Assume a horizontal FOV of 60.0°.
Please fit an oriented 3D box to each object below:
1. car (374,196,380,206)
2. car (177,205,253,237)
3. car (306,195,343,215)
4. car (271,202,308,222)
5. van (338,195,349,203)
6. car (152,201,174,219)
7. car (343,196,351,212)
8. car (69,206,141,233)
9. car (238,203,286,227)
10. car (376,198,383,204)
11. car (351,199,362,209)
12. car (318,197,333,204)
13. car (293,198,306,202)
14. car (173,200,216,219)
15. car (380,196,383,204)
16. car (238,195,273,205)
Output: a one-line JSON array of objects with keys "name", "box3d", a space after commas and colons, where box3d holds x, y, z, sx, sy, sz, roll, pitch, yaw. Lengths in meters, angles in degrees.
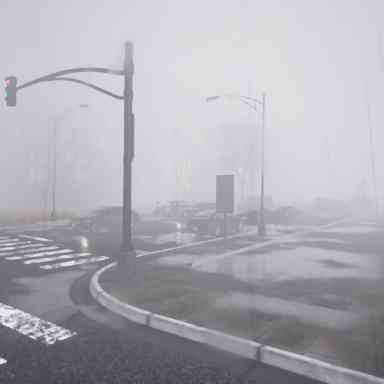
[{"name": "car", "box3d": [34.903, 1.941, 64.820, 1.752, 1.417, 4.829, 1, 0, 36]}, {"name": "car", "box3d": [1.448, 1.696, 19.077, 2.008, 1.369, 4.403, 1, 0, 36]}, {"name": "car", "box3d": [15.150, 1.569, 37.796, 2.192, 1.841, 5.009, 1, 0, 36]}, {"name": "car", "box3d": [7.939, 1.779, 27.911, 1.802, 1.307, 4.206, 1, 0, 36]}, {"name": "van", "box3d": [37.912, 1.707, 83.063, 1.690, 1.788, 3.998, 1, 0, 36]}, {"name": "car", "box3d": [-1.637, 1.481, 29.463, 1.967, 1.590, 4.097, 1, 0, 36]}, {"name": "car", "box3d": [18.410, 1.721, 42.289, 1.967, 1.590, 4.097, 1, 0, 36]}, {"name": "car", "box3d": [-5.108, 1.564, 20.147, 1.812, 1.442, 4.674, 1, 0, 36]}, {"name": "car", "box3d": [4.695, 1.737, 23.495, 1.947, 1.339, 4.313, 1, 0, 36]}, {"name": "car", "box3d": [44.663, 2.047, 78.103, 2.008, 1.369, 4.403, 1, 0, 36]}, {"name": "car", "box3d": [24.942, 1.774, 51.264, 1.967, 1.590, 4.097, 1, 0, 36]}, {"name": "car", "box3d": [28.048, 1.849, 69.644, 1.947, 1.339, 4.313, 1, 0, 36]}, {"name": "car", "box3d": [18.086, 1.727, 56.088, 1.752, 1.417, 4.829, 1, 0, 36]}, {"name": "car", "box3d": [0.894, 1.591, 28.311, 1.837, 1.490, 4.892, 1, 0, 36]}, {"name": "car", "box3d": [41.379, 1.784, 73.629, 2.192, 1.841, 5.009, 1, 0, 36]}, {"name": "car", "box3d": [7.132, 1.354, 36.781, 2.150, 2.045, 5.566, 1, 1, 36]}]
